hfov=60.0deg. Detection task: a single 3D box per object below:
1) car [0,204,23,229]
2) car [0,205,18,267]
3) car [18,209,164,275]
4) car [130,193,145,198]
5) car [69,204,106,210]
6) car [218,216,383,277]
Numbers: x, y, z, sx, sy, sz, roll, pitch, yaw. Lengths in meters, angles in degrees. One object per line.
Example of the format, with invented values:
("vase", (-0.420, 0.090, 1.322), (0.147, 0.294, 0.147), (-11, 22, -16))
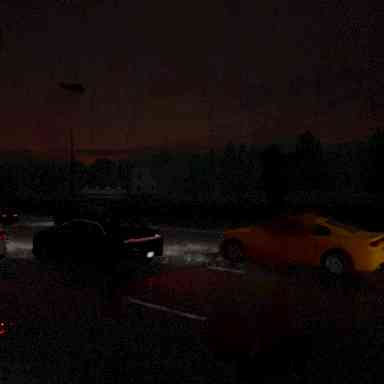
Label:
("car", (-13.801, 1.556, 22.434), (5.357, 1.411, 2.033), (0, 0, 36))
("car", (-7.350, 1.227, 9.236), (5.566, 2.045, 2.150), (0, 0, 35))
("car", (-3.111, 1.495, 10.511), (4.902, 1.511, 2.128), (0, 0, 36))
("car", (-15.458, 1.238, 94.285), (4.605, 1.855, 1.932), (0, 0, 35))
("car", (-7.216, 1.533, 22.040), (4.674, 1.442, 1.812), (0, 0, 36))
("car", (3.174, 1.480, 10.328), (5.008, 1.535, 1.882), (0, 0, 35))
